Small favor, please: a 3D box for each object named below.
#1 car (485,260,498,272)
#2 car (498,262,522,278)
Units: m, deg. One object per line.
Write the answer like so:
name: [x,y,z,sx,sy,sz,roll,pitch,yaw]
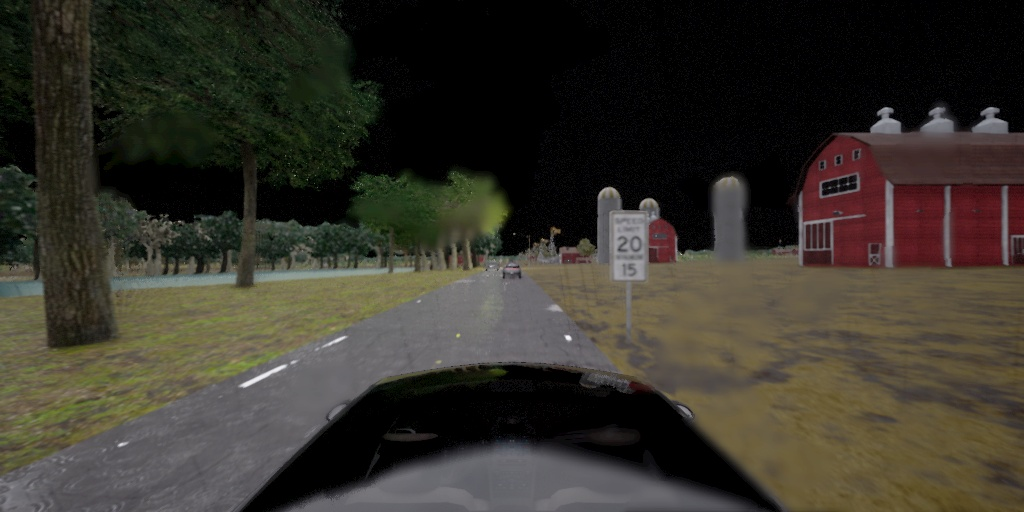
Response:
car: [-2.763,1.331,50.914,2.128,1.511,4.902,0,-1,0]
car: [-0.004,1.404,35.794,2.128,1.511,4.902,0,0,0]
